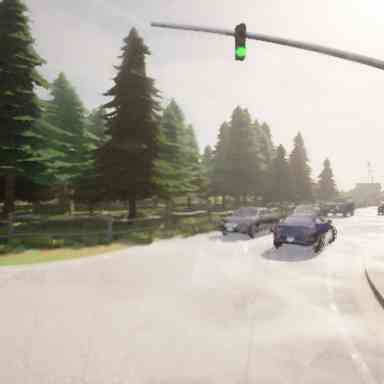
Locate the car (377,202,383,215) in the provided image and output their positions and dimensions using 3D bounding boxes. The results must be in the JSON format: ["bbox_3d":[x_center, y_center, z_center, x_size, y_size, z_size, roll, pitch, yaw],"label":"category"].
[{"bbox_3d":[23.114,1.909,39.123,1.837,1.490,4.892,1,0,37],"label":"car"}]

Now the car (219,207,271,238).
[{"bbox_3d":[3.271,1.586,18.487,2.128,1.511,4.902,1,0,35],"label":"car"}]

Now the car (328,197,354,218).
[{"bbox_3d":[15.499,1.520,34.997,2.150,2.045,5.566,1,0,37],"label":"car"}]

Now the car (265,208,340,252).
[{"bbox_3d":[4.968,1.630,14.488,1.812,1.442,4.674,0,-1,33],"label":"car"}]

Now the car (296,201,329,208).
[{"bbox_3d":[9.098,1.718,26.462,1.812,1.442,4.674,1,0,37],"label":"car"}]
